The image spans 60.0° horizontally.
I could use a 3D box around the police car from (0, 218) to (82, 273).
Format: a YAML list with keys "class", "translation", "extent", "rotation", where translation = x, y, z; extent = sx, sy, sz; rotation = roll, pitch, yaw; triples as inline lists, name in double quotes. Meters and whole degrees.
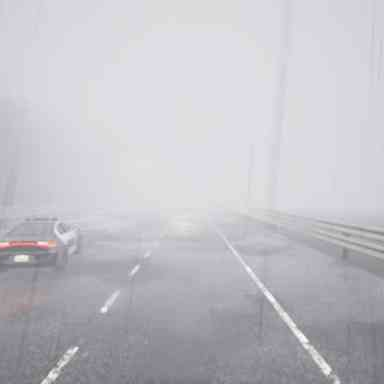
- class: "police car"
  translation: [-5.071, 1.657, 11.459]
  extent: [2.038, 1.542, 4.974]
  rotation: [0, -1, -10]
